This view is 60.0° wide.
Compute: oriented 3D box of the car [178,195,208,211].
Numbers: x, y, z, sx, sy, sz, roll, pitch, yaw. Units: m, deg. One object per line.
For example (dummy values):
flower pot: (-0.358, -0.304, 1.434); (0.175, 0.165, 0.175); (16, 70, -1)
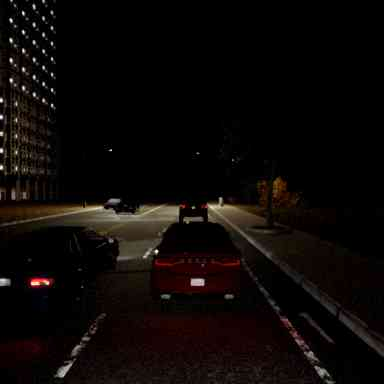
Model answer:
car: (0.104, 1.219, 26.537); (2.150, 2.045, 5.566); (0, 0, 0)

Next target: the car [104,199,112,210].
car: (-9.800, 1.542, 42.704); (2.033, 1.411, 5.357); (0, 0, 1)

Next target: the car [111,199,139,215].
car: (-6.577, 1.522, 34.215); (1.812, 1.442, 4.674); (0, 0, 0)

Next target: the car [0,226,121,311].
car: (-3.148, 1.547, 8.033); (2.033, 1.411, 5.357); (0, 0, 0)

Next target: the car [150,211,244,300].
car: (0.102, 1.477, 8.458); (1.882, 1.535, 5.008); (0, 0, 0)
